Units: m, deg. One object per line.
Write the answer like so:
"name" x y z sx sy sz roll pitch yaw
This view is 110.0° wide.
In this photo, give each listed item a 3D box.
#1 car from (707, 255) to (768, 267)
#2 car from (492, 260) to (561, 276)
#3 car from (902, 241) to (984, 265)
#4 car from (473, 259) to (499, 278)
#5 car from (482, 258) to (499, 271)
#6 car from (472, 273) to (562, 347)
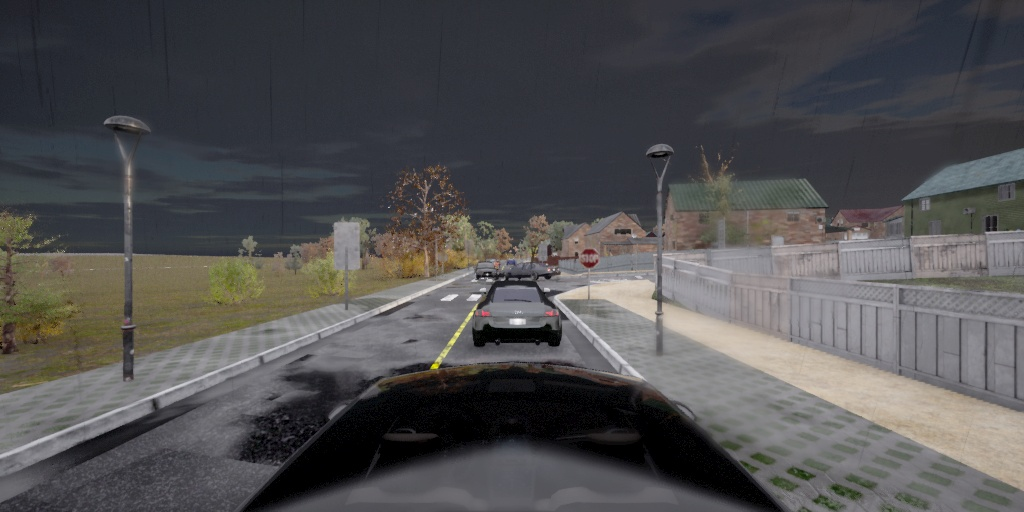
"car" 14.336 0.413 22.770 4.181 1.385 1.994 -3 0 16
"car" 1.271 1.197 28.361 5.357 1.411 2.033 -4 -3 43
"car" 23.842 -0.209 20.372 4.902 1.511 2.128 -3 0 14
"car" -2.324 1.257 31.264 1.837 1.490 4.892 0 0 -8
"car" -2.969 1.120 51.080 2.097 1.767 4.553 0 0 0
"car" 0.084 1.313 9.344 1.994 1.385 4.181 0 0 -1
